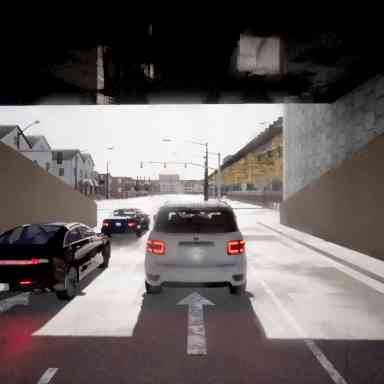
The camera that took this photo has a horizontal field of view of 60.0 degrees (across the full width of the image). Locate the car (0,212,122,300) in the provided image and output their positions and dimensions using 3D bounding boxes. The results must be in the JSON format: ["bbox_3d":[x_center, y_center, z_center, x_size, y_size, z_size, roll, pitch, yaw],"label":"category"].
[{"bbox_3d":[-3.422,1.491,8.387,2.128,1.511,4.902,0,0,0],"label":"car"}]

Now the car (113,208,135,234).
[{"bbox_3d":[-3.421,1.547,17.937,2.033,1.411,5.357,0,0,0],"label":"car"}]

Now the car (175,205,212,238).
[{"bbox_3d":[0.059,1.526,18.475,1.812,1.442,4.674,0,0,0],"label":"car"}]

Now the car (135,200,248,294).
[{"bbox_3d":[0.083,1.221,8.911,2.150,2.045,5.566,0,0,0],"label":"car"}]
